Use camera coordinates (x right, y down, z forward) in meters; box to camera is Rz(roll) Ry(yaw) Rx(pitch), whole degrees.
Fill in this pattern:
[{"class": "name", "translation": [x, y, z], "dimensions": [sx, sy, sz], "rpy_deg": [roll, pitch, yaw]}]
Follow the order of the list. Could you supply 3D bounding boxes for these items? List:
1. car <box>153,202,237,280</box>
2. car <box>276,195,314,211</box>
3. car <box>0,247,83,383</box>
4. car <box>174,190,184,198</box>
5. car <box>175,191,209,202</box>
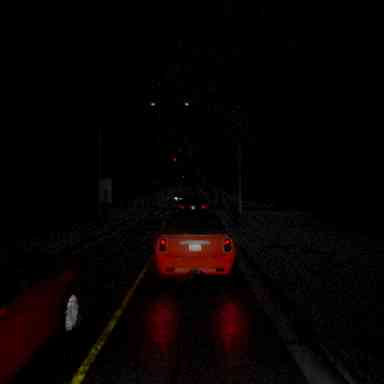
[{"class": "car", "translation": [0.085, 1.366, 10.173], "dimensions": [2.097, 1.767, 4.553], "rpy_deg": [0, 0, 0]}, {"class": "car", "translation": [12.722, 1.254, 39.984], "dimensions": [5.009, 1.841, 2.192], "rpy_deg": [1, 0, 0]}, {"class": "car", "translation": [-2.851, 1.485, 3.857], "dimensions": [1.882, 1.535, 5.008], "rpy_deg": [0, 0, 0]}, {"class": "car", "translation": [-2.736, 0.435, 71.896], "dimensions": [2.033, 1.411, 5.357], "rpy_deg": [0, 2, 0]}, {"class": "car", "translation": [0.090, 1.164, 25.457], "dimensions": [2.150, 2.045, 5.566], "rpy_deg": [0, 1, 0]}]
